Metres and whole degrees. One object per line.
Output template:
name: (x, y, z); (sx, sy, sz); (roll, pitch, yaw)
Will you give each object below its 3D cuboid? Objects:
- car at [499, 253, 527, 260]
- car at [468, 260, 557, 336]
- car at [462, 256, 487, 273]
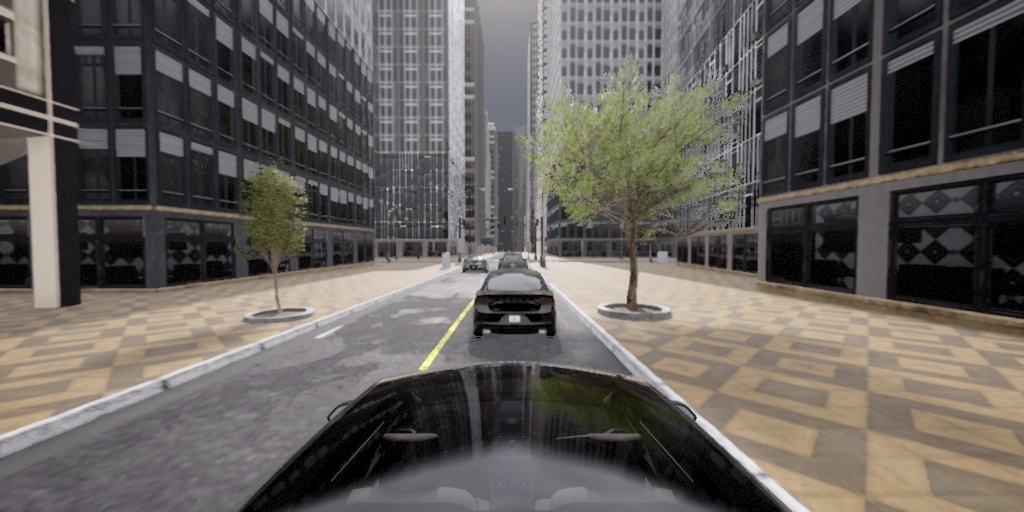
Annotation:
car: (0.069, 0.562, 27.107); (2.097, 1.767, 4.553); (0, 1, 0)
car: (0.069, 1.054, 9.743); (1.882, 1.535, 5.008); (0, 2, 0)
car: (-3.102, 0.693, 30.938); (1.994, 1.385, 4.181); (0, 1, 0)
